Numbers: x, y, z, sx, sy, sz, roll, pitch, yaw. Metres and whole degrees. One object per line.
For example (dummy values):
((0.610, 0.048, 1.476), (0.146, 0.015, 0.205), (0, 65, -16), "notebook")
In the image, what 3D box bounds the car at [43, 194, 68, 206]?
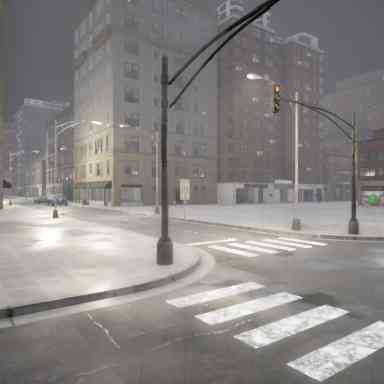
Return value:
((-19.624, 1.119, 48.205), (2.097, 1.767, 4.553), (0, 0, -36), "car")

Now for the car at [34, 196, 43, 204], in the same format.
((-25.417, 1.287, 56.319), (1.994, 1.385, 4.181), (0, 0, -36), "car")
